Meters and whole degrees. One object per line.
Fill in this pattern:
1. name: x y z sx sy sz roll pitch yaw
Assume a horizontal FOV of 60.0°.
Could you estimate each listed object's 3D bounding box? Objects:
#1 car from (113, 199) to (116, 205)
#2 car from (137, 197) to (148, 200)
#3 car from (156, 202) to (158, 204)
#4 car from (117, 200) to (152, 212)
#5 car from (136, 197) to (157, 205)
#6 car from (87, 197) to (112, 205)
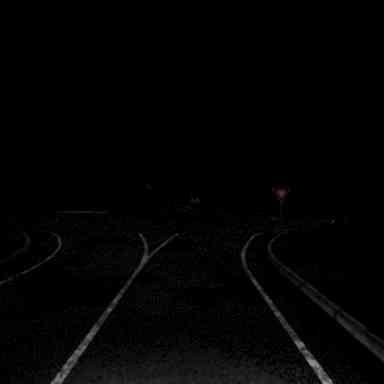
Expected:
1. car: -24.680 2.548 92.015 5.566 2.045 2.435 0 -2 -2
2. car: -12.213 2.431 84.813 4.553 1.767 2.185 0 -2 -2
3. car: -12.292 2.654 87.842 5.008 1.535 2.097 0 -2 -2
4. car: -7.665 2.154 46.150 4.181 1.385 1.994 1 -1 -26
5. car: -12.418 2.498 90.764 5.566 2.045 2.435 0 -2 -2
6. car: -24.490 2.368 86.558 5.566 2.045 2.435 0 -2 -2
